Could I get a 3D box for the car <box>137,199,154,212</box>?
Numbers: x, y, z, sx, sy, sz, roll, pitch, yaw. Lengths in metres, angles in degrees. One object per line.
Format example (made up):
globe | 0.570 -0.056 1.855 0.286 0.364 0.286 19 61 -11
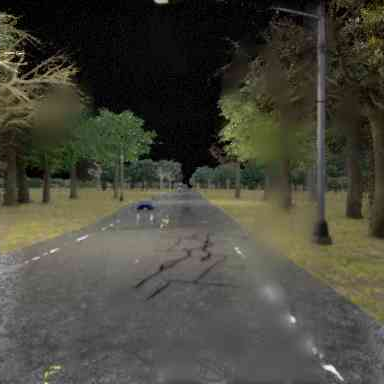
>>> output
car | -5.083 1.442 36.575 1.895 1.301 4.718 0 0 -7
